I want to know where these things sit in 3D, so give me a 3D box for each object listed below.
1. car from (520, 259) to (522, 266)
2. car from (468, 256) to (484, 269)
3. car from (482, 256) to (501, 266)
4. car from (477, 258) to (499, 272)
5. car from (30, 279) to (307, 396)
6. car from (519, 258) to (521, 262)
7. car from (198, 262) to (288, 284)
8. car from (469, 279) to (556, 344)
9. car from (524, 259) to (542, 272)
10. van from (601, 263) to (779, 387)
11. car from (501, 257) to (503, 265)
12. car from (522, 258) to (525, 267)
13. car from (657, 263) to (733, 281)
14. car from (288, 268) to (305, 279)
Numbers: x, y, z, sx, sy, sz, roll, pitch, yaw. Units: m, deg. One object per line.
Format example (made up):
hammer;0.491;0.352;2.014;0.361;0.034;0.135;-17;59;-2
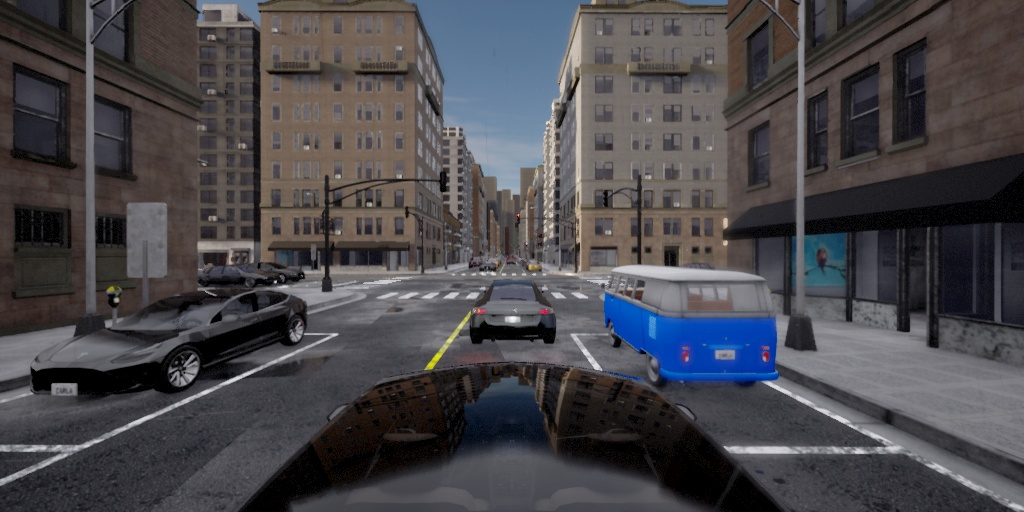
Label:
car;2.823;1.258;56.911;2.007;1.370;4.403;0;0;0
car;-5.702;1.022;56.846;2.192;1.841;5.009;0;0;0
car;-3.110;1.188;54.692;1.882;1.535;5.008;0;0;0
car;-3.049;1.283;45.821;1.994;1.385;4.181;0;0;-1
car;-5.643;1.313;6.710;1.948;1.339;4.313;0;0;0
car;2.780;1.266;62.437;1.948;1.339;4.313;0;0;0
car;-17.901;1.271;23.095;5.357;1.411;2.033;0;0;0
car;0.042;1.310;9.592;1.994;1.385;4.181;0;0;1
car;2.908;1.244;46.030;1.751;1.417;4.829;0;0;0
van;2.882;1.088;6.669;1.690;1.789;3.998;0;0;0
car;-3.152;1.298;64.957;1.895;1.301;4.718;0;0;0
car;2.866;1.153;51.385;1.967;1.591;4.097;0;0;0
car;15.220;1.275;29.987;5.357;1.411;2.033;0;0;0
car;-17.871;1.218;26.347;4.892;1.490;1.837;0;0;0
